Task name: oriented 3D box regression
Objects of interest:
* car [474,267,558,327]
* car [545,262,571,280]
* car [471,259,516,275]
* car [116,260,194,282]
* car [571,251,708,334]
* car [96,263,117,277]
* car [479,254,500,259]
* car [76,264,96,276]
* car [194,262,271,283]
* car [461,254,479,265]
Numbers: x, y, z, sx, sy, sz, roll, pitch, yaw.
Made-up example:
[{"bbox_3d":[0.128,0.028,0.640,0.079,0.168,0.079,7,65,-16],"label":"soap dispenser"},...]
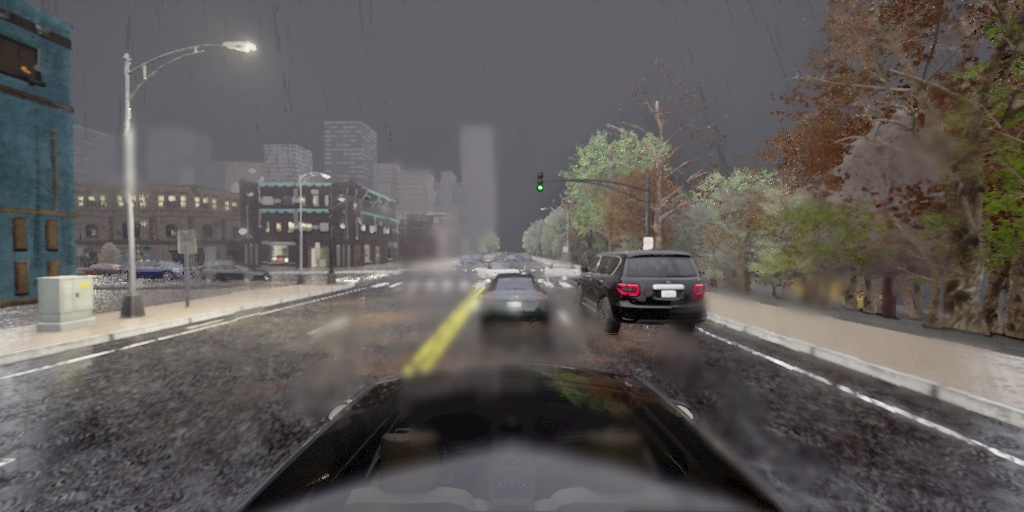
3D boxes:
[{"bbox_3d":[0.091,1.205,11.137,1.994,1.385,4.181,0,1,0],"label":"car"},{"bbox_3d":[3.328,1.086,24.527,1.895,1.301,4.718,0,1,0],"label":"car"},{"bbox_3d":[-1.181,1.088,24.373,1.895,1.301,4.718,0,1,-19],"label":"car"},{"bbox_3d":[-28.132,1.104,28.805,4.553,1.767,2.097,-1,1,0],"label":"car"},{"bbox_3d":[3.342,0.871,10.336,2.150,2.045,5.566,0,1,0],"label":"car"},{"bbox_3d":[-39.382,1.337,34.614,4.207,1.307,1.802,0,0,0],"label":"car"},{"bbox_3d":[-3.370,0.619,54.950,2.128,1.511,4.902,0,1,0],"label":"car"},{"bbox_3d":[-33.847,1.313,26.232,4.097,1.591,1.967,0,0,0],"label":"car"},{"bbox_3d":[-19.971,1.283,26.105,4.313,1.339,1.948,0,0,0],"label":"car"},{"bbox_3d":[-6.621,0.657,54.582,1.812,1.442,4.674,0,1,0],"label":"car"}]
